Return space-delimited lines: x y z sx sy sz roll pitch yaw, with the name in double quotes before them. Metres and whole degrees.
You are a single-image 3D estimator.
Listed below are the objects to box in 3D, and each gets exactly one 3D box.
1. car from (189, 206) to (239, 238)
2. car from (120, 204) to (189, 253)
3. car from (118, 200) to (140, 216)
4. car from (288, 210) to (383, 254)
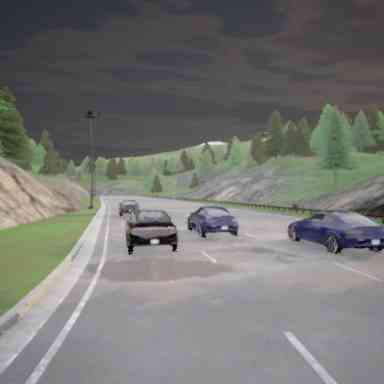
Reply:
"car" 0.993 1.454 17.388 1.812 1.442 4.674 0 0 -13
"car" -1.743 1.454 13.560 2.128 1.511 4.902 0 0 -12
"car" -5.880 1.454 31.286 1.812 1.442 4.674 0 0 -13
"car" 5.502 1.437 12.992 1.812 1.442 4.674 0 0 -11
